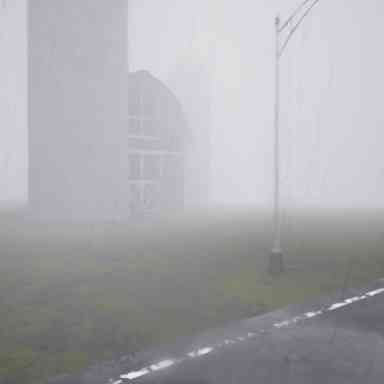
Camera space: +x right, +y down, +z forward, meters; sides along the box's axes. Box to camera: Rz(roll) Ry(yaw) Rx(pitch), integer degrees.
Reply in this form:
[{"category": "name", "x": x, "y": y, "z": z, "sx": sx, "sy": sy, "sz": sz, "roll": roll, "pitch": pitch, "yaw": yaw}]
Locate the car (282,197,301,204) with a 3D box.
[{"category": "car", "x": 22.867, "y": 1.918, "z": 76.483, "sx": 1.812, "sy": 1.442, "sz": 4.674, "roll": 0, "pitch": 0, "yaw": -39}]
